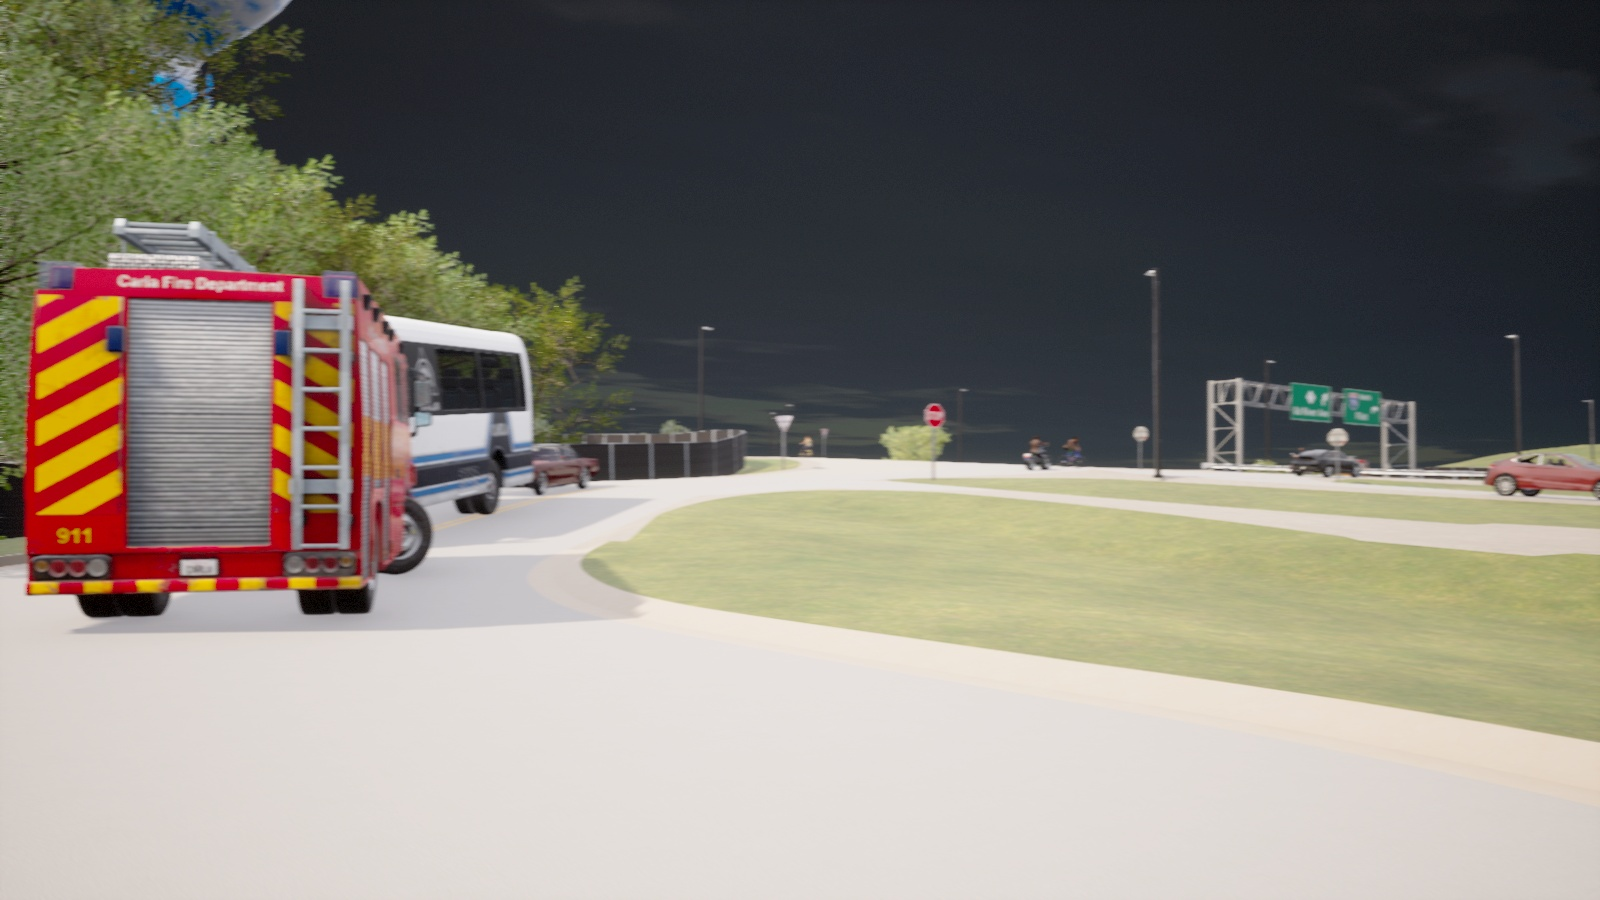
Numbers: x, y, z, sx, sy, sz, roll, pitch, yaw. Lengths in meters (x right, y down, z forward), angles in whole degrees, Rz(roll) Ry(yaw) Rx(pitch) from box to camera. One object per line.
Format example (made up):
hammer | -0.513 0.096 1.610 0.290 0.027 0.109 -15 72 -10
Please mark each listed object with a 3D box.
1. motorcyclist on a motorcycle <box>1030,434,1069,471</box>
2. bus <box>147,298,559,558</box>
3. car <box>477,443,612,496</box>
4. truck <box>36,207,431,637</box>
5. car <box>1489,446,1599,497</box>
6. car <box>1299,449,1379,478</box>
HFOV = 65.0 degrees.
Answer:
motorcyclist on a motorcycle | 11.315 0.101 56.933 0.766 1.649 2.350 0 0 38
bus | -8.346 -0.587 25.786 3.944 4.253 10.273 0 3 5
car | -7.131 0.494 35.572 1.895 1.301 4.718 0 2 14
truck | -6.341 -0.179 15.631 2.891 3.827 8.468 0 -1 -13
car | 27.545 0.779 44.469 2.152 1.651 5.027 2 1 -35
car | 29.299 0.730 68.201 4.892 1.490 1.837 1 1 -38
